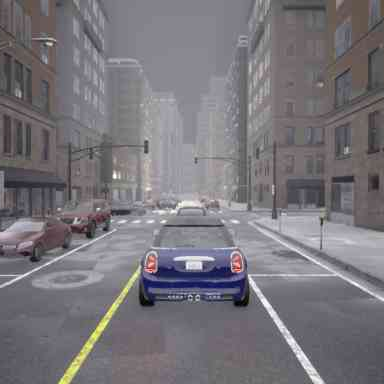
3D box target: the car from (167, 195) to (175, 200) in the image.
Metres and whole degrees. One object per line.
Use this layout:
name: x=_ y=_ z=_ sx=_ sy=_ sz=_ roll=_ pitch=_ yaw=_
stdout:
car: x=-5.841 y=1.547 z=94.655 sx=1.967 sy=1.590 sz=4.097 roll=-1 pitch=0 yaw=0

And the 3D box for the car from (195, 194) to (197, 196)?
car: x=2.692 y=1.411 z=89.120 sx=2.192 sy=1.841 sz=5.009 roll=-1 pitch=0 yaw=0

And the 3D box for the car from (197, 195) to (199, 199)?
car: x=2.723 y=1.501 z=72.429 sx=1.967 sy=1.590 sz=4.097 roll=-1 pitch=0 yaw=0

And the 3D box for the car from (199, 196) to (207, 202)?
car: x=2.705 y=1.635 z=83.556 sx=2.008 sy=1.369 sz=4.403 roll=-1 pitch=0 yaw=0

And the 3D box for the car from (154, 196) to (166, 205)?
car: x=-5.782 y=1.566 z=61.094 sx=1.752 sy=1.417 sz=4.829 roll=-1 pitch=0 yaw=0

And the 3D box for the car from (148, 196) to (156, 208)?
car: x=-5.752 y=1.601 z=44.570 sx=1.802 sy=1.307 sz=4.206 roll=-1 pitch=0 yaw=0

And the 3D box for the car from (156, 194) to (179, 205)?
car: x=-3.173 y=1.370 z=43.971 sx=2.097 sy=1.767 sz=4.553 roll=0 pitch=0 yaw=0

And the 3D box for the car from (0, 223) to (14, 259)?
car: x=-5.686 y=1.550 z=6.404 sx=2.008 sy=1.369 sz=4.403 roll=-1 pitch=0 yaw=0

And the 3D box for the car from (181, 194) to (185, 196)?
car: x=-3.128 y=1.602 z=68.637 sx=2.033 sy=1.411 sz=5.357 roll=0 pitch=0 yaw=0

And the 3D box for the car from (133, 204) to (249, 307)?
car: x=0.049 y=1.351 z=8.153 sx=2.097 sy=1.767 sz=4.553 roll=0 pitch=0 yaw=0

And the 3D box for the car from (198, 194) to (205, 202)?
car: x=2.734 y=1.595 z=66.865 sx=1.887 sy=1.381 sz=4.507 roll=-1 pitch=0 yaw=0

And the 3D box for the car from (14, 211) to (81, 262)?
car: x=-5.695 y=1.581 z=11.987 sx=1.802 sy=1.307 sz=4.206 roll=-1 pitch=0 yaw=0

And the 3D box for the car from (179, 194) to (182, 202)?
car: x=-3.183 y=1.522 z=54.303 sx=2.128 sy=1.511 sz=4.902 roll=0 pitch=0 yaw=0

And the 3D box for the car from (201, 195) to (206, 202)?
car: x=2.762 y=1.551 z=50.346 sx=1.752 sy=1.417 sz=4.829 roll=-1 pitch=0 yaw=0

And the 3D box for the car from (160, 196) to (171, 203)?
car: x=-5.801 y=1.612 z=72.394 sx=2.008 sy=1.369 sz=4.403 roll=-1 pitch=0 yaw=0

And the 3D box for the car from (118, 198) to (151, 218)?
car: x=-6.532 y=1.541 z=29.884 sx=4.902 sy=1.511 sz=2.128 roll=-1 pitch=1 yaw=0

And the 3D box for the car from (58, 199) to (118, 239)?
car: x=-5.708 y=1.315 z=17.570 sx=2.192 sy=1.841 sz=5.009 roll=-1 pitch=0 yaw=0

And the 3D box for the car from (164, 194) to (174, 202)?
car: x=-5.824 y=1.400 z=83.525 sx=2.192 sy=1.841 sz=5.009 roll=-1 pitch=0 yaw=0

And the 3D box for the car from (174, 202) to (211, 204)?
car: x=-0.014 y=1.505 z=17.331 sx=1.837 sy=1.490 sz=4.892 roll=0 pitch=0 yaw=0

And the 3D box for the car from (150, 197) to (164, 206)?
car: x=-5.772 y=1.578 z=55.700 sx=1.887 sy=1.381 sz=4.507 roll=-1 pitch=0 yaw=0

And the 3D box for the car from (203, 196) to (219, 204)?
car: x=2.773 y=1.601 z=44.612 sx=1.802 sy=1.307 sz=4.206 roll=-1 pitch=0 yaw=0
